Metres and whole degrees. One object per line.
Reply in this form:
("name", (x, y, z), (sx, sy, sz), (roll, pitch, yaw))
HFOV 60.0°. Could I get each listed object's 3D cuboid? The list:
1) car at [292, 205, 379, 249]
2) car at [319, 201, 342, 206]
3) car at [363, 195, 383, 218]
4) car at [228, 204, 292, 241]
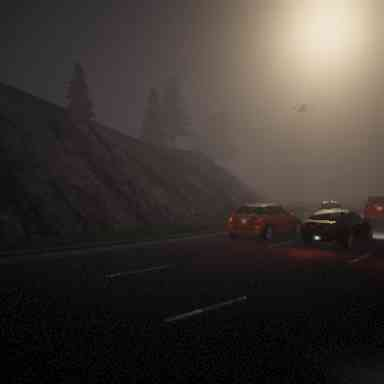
("car", (6.434, 1.513, 14.587), (1.837, 1.490, 4.892), (0, 0, 42))
("car", (11.550, 1.513, 27.529), (1.837, 1.490, 4.892), (0, 0, 30))
("car", (14.599, 1.255, 25.810), (2.150, 2.045, 5.566), (0, 0, 30))
("car", (3.821, 1.363, 16.916), (2.097, 1.767, 4.553), (0, 0, 42))
